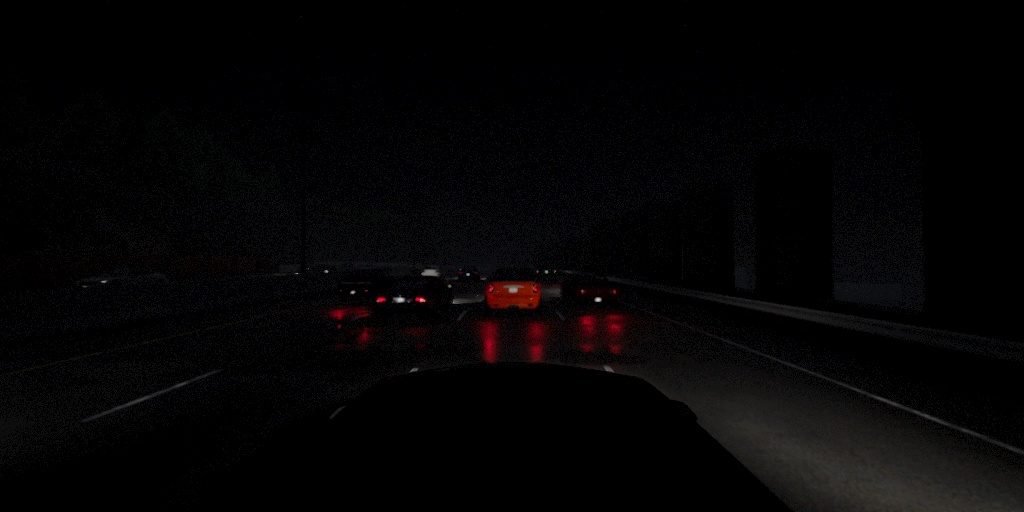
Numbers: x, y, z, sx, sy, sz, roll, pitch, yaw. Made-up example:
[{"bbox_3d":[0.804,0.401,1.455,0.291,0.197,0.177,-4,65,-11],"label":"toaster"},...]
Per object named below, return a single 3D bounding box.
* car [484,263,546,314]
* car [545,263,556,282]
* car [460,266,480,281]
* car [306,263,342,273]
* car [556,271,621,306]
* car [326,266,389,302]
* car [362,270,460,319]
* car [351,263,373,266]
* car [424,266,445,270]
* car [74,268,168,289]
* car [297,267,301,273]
[{"bbox_3d":[0.012,1.248,14.760,2.097,1.767,4.553,0,-1,-1],"label":"car"},{"bbox_3d":[2.933,1.463,33.867,2.097,1.767,4.553,0,-1,-3],"label":"car"},{"bbox_3d":[-4.121,1.684,34.645,1.994,1.385,4.181,0,-1,-3],"label":"car"},{"bbox_3d":[-22.478,1.701,42.513,2.128,1.511,4.902,0,-1,-6],"label":"car"},{"bbox_3d":[3.480,1.521,16.888,1.895,1.301,4.718,0,-1,-1],"label":"car"},{"bbox_3d":[-7.052,1.428,18.221,2.128,1.511,4.902,0,-1,-1],"label":"car"},{"bbox_3d":[-3.457,1.430,13.518,2.033,1.411,5.357,0,-1,-1],"label":"car"},{"bbox_3d":[-19.540,1.799,48.148,1.812,1.442,4.674,0,0,-7],"label":"car"},{"bbox_3d":[-7.662,1.652,35.171,1.812,1.442,4.674,0,-1,-3],"label":"car"},{"bbox_3d":[-24.880,1.518,23.119,1.812,1.442,4.674,0,0,-2],"label":"car"},{"bbox_3d":[-31.238,1.954,55.127,1.895,1.301,4.718,0,-1,-10],"label":"car"}]
